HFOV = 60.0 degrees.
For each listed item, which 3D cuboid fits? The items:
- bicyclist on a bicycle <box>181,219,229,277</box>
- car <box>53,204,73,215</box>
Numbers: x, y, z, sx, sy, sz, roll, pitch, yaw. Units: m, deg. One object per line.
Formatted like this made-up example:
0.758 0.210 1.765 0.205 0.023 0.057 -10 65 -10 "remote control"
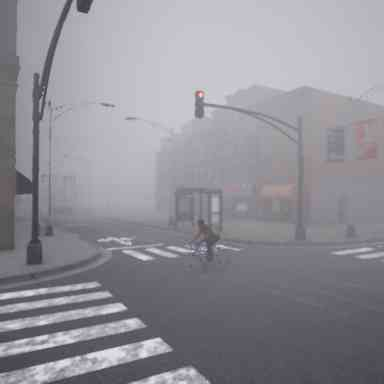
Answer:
0.395 1.592 9.587 1.656 1.620 0.582 0 -1 -30 "bicyclist on a bicycle"
-17.851 2.332 45.985 1.812 1.442 4.674 1 -1 -30 "car"
